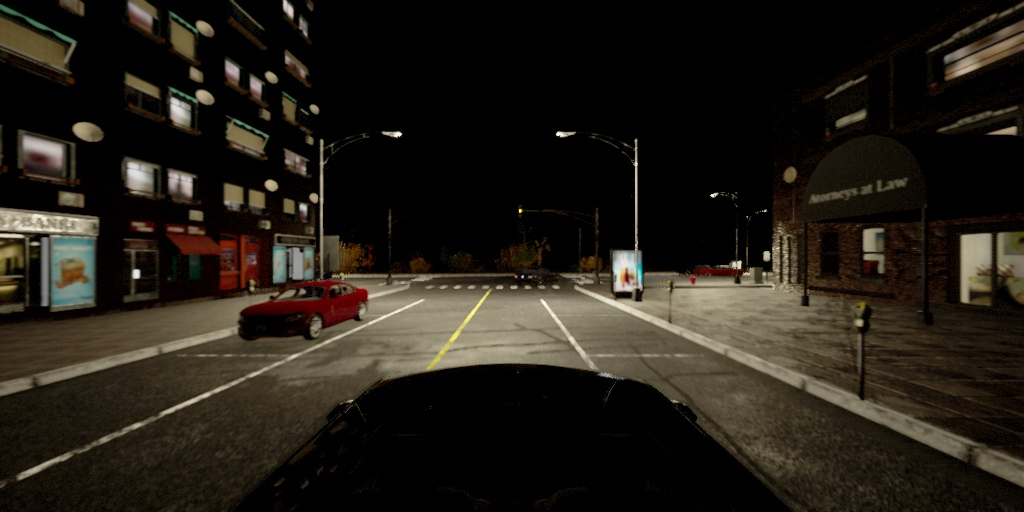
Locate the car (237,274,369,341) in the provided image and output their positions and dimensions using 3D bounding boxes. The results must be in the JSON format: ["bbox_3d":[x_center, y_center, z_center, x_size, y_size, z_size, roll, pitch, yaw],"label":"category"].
[{"bbox_3d":[-5.688,1.418,10.370,1.888,1.381,4.507,0,0,0],"label":"car"}]

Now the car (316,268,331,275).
[{"bbox_3d":[-22.145,1.963,39.428,4.181,1.385,1.994,0,0,1],"label":"car"}]

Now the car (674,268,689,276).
[{"bbox_3d":[21.897,1.718,42.344,4.718,1.301,1.895,0,0,0],"label":"car"}]

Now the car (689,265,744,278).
[{"bbox_3d":[22.406,1.709,39.090,4.718,1.301,1.895,0,0,0],"label":"car"}]

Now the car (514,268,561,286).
[{"bbox_3d":[2.219,1.699,29.953,2.033,1.411,5.357,-1,-1,33],"label":"car"}]
